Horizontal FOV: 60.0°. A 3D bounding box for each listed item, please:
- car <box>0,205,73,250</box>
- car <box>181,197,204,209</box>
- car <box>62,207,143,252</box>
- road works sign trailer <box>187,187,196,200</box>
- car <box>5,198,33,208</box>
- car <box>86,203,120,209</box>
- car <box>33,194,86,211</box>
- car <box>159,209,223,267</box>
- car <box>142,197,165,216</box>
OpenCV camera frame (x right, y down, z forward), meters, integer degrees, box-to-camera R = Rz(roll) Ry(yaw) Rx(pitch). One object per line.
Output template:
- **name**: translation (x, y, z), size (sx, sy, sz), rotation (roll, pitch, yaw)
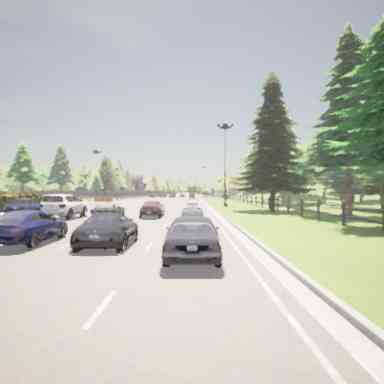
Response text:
- **car**: translation (-6.953, 1.505, 14.154), size (1.812, 1.442, 4.674), rotation (0, 0, 1)
- **car**: translation (0.043, 1.483, 29.198), size (1.812, 1.442, 4.674), rotation (0, 0, 1)
- **car**: translation (-3.457, 1.545, 13.794), size (1.994, 1.385, 4.181), rotation (0, 0, 1)
- **road works sign trailer**: translation (-0.022, 0.336, 89.042), size (2.380, 3.560, 2.880), rotation (0, 0, 0)
- **car**: translation (-13.964, 1.311, 28.420), size (2.097, 1.767, 4.553), rotation (0, 0, 1)
- **car**: translation (-6.969, 1.561, 27.898), size (1.895, 1.301, 4.718), rotation (0, 0, 0)
- **car**: translation (-10.475, 1.184, 27.386), size (2.150, 2.045, 5.566), rotation (0, 0, 0)
- **car**: translation (0.017, 1.531, 11.337), size (2.033, 1.411, 5.357), rotation (0, 0, 0)
- **car**: translation (-3.457, 1.483, 29.163), size (1.812, 1.442, 4.674), rotation (0, 0, 1)
